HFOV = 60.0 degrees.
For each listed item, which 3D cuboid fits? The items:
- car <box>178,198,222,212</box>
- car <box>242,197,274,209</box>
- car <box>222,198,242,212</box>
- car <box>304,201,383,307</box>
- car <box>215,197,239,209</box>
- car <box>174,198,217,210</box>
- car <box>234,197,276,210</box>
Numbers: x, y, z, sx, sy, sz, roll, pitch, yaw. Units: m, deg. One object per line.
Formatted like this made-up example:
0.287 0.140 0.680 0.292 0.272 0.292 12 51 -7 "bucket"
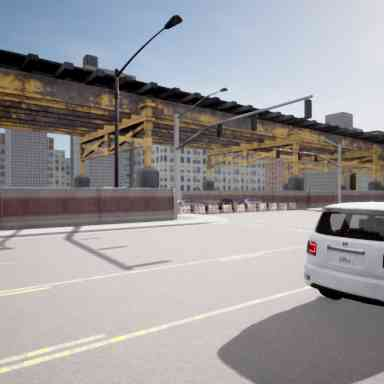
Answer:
0.431 1.452 36.585 4.974 1.542 2.038 0 0 8 "car"
8.050 1.295 43.004 4.536 1.218 1.853 0 0 -7 "car"
4.182 1.452 39.260 2.038 1.542 4.974 0 0 18 "car"
4.782 1.221 7.168 5.566 2.045 2.150 0 0 -35 "car"
4.198 1.295 39.310 1.853 1.218 4.536 0 0 18 "car"
0.379 1.295 36.592 4.536 1.218 1.853 0 0 8 "car"
8.102 1.452 43.011 4.974 1.542 2.038 0 0 -7 "car"
